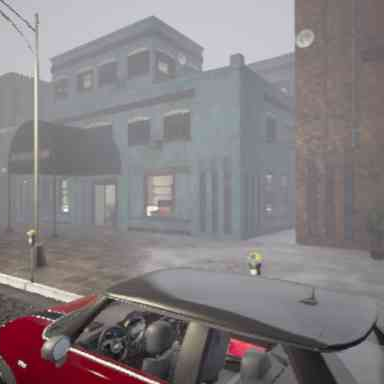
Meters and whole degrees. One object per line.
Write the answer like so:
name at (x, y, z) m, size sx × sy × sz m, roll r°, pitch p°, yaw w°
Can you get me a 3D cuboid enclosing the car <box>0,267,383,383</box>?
car at (-0.227, 1.456, 3.034) m, size 4.097 × 1.590 × 1.967 m, roll -1°, pitch 0°, yaw 35°
